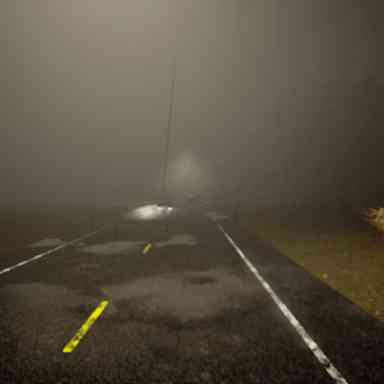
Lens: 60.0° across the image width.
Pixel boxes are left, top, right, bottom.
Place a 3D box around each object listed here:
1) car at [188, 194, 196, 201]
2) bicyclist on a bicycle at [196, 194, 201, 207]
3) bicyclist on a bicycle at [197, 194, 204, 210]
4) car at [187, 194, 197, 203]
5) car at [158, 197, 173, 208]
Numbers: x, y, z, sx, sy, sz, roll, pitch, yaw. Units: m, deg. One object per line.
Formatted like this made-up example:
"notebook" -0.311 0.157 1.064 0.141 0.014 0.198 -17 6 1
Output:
"car" 0.018 1.256 76.228 1.812 1.442 4.674 0 0 0
"bicyclist on a bicycle" 0.974 1.200 48.453 0.659 1.776 1.843 0 0 0
"bicyclist on a bicycle" 0.978 1.300 38.766 0.866 1.612 1.509 0 0 0
"car" 0.034 1.343 62.637 1.994 1.385 4.181 0 0 0
"car" -3.575 1.388 45.361 2.033 1.411 5.357 0 0 0
